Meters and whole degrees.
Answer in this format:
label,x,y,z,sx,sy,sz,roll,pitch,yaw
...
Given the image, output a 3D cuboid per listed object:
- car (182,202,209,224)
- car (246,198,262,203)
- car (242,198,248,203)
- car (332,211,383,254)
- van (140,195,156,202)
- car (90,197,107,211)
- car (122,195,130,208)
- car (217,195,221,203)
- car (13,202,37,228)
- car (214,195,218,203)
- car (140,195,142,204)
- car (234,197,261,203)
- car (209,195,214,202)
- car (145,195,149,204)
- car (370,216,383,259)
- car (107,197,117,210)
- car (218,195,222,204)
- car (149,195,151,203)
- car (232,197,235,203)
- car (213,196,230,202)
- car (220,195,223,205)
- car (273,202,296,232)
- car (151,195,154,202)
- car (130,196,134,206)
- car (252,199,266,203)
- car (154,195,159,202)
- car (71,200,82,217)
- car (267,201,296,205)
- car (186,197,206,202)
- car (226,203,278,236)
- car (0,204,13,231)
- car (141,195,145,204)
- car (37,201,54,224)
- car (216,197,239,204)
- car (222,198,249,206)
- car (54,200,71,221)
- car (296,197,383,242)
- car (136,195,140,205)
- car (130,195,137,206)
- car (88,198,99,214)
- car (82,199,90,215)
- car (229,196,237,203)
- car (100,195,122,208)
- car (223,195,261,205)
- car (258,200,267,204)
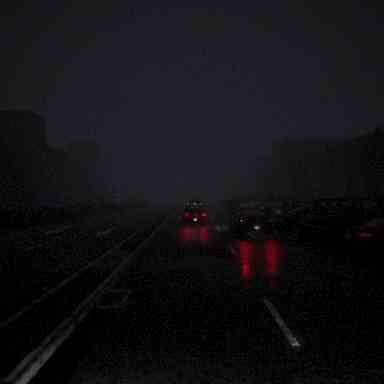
label,x,y,z,sx,sy,sz,roll,pitch,yaw
car,0.252,1.660,25.557,1.895,1.301,4.718,0,0,0
car,7.794,1.593,30.793,4.792,1.488,2.163,0,0,0
car,7.811,1.608,33.548,4.792,1.488,2.163,0,0,0
car,7.704,1.537,11.492,4.674,1.452,2.002,0,0,0
van,-12.253,1.800,92.746,4.442,1.987,1.878,0,0,0
car,-12.507,1.605,37.044,4.892,1.521,2.231,0,0,0
car,-12.439,1.424,48.285,5.566,2.045,2.435,0,0,0
car,7.954,1.719,66.640,4.553,1.767,2.185,0,-1,0
car,-12.627,1.527,20.370,4.892,1.521,2.231,0,0,0
car,7.968,1.619,69.399,5.566,2.045,2.435,0,-1,0
car,-12.329,1.815,62.177,4.792,1.488,2.163,0,0,0
car,7.672,1.591,36.307,5.366,1.575,1.946,0,0,0
car,8.104,1.782,88.702,5.566,2.045,2.435,0,0,0
car,-12.250,1.854,70.508,5.008,1.535,2.097,0,0,0
car,7.720,1.521,8.735,4.792,1.488,2.163,0,0,0
car,-12.453,1.678,42.600,4.674,1.452,2.002,0,0,0
car,7.972,1.859,64.011,4.674,1.452,2.002,0,-1,0
car,-12.225,1.878,73.287,4.892,1.521,2.231,0,0,0
car,7.913,1.658,41.824,4.792,1.488,2.163,0,0,0
car,8.117,1.926,91.336,4.553,1.767,2.185,0,0,0
car,7.946,1.764,58.366,5.008,1.535,2.097,0,-1,0
car,7.752,1.518,19.763,5.008,1.535,2.097,0,0,0
car,-12.189,1.648,76.068,5.566,2.045,2.435,0,0,0
car,-12.338,1.747,53.842,4.792,1.488,2.163,0,0,0
car,7.805,1.591,28.071,4.674,1.452,2.002,0,0,0
car,-12.144,2.007,89.964,4.892,1.521,2.231,0,0,0
car,-12.572,1.562,28.832,4.892,1.521,2.231,0,0,0
car,7.742,1.402,22.521,4.553,1.767,2.185,0,0,0
car,0.344,1.504,42.248,2.097,1.767,4.553,0,0,0
car,3.210,1.560,18.671,1.812,1.442,4.674,0,0,0
car,-12.660,1.515,17.590,5.008,1.535,2.097,0,0,0
car,-12.285,1.808,64.833,5.008,1.535,2.097,0,0,0
car,-12.640,1.565,23.148,4.792,1.488,2.163,0,0,0
car,7.990,1.951,74.912,4.792,1.488,2.163,0,0,0
car,7.960,1.831,61.123,4.674,1.452,2.002,0,-1,0
car,-12.582,1.548,26.052,5.008,1.535,2.097,0,0,0
car,7.752,1.252,14.250,5.566,2.045,2.435,0,0,0
car,-12.508,1.759,59.401,5.366,1.575,1.946,0,0,0
car,-12.315,1.769,56.620,4.792,1.488,2.163,0,0,0
car,-12.552,1.618,34.264,4.792,1.488,2.163,0,0,0
car,-12.542,1.614,31.485,4.674,1.452,2.002,0,0,0
car,8.081,1.645,44.582,5.366,1.575,1.946,0,0,0
car,-12.465,1.531,45.471,4.553,1.767,2.185,0,0,0
car,7.890,1.439,50.097,5.566,2.045,2.435,0,0,0
car,7.820,1.568,25.277,4.792,1.488,2.163,0,0,0
